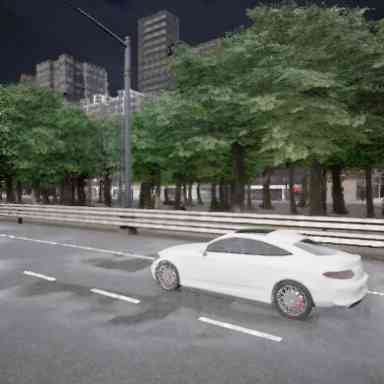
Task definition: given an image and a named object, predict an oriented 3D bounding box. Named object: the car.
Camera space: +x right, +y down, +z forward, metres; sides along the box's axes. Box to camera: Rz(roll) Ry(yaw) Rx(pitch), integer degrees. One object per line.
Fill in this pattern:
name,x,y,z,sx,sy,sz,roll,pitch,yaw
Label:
car,1.214,1.536,7.302,4.674,1.442,1.812,0,0,36
